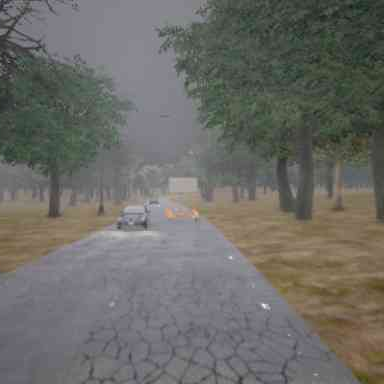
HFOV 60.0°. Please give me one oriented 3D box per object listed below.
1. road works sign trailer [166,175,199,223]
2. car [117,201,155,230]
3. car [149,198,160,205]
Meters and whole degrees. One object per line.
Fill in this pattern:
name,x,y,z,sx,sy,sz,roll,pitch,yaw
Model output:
road works sign trailer,-0.707,0.497,26.184,2.380,3.560,2.880,0,0,-4
car,-3.638,1.545,21.569,1.812,1.442,4.674,0,0,-3
car,-7.100,1.755,62.980,2.033,1.411,5.357,0,0,-6
